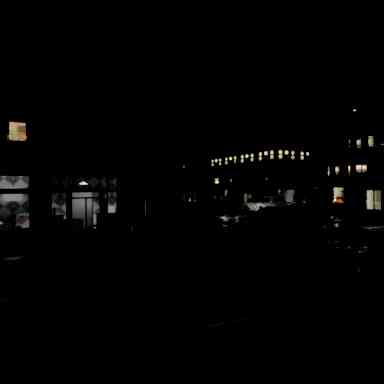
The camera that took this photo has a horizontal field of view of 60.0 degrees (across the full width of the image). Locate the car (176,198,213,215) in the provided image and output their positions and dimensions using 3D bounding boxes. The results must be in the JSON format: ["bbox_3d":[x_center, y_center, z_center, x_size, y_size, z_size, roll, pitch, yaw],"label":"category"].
[{"bbox_3d":[0.249,1.846,38.773,1.967,1.590,4.097,-1,0,-29],"label":"car"}]

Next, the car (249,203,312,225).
[{"bbox_3d":[6.955,1.814,26.621,1.947,1.339,4.313,-1,0,-29],"label":"car"}]

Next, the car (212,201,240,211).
[{"bbox_3d":[4.839,1.966,47.709,1.802,1.307,4.206,-1,0,-29],"label":"car"}]

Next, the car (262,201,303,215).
[{"bbox_3d":[10.269,1.809,38.063,2.008,1.369,4.403,-1,0,-29],"label":"car"}]

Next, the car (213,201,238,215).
[{"bbox_3d":[3.177,1.843,38.876,1.882,1.535,5.008,-1,0,-29],"label":"car"}]

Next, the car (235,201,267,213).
[{"bbox_3d":[7.554,1.904,42.886,1.802,1.307,4.206,-1,0,-29],"label":"car"}]

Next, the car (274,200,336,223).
[{"bbox_3d":[9.520,1.707,27.606,2.128,1.511,4.902,-1,0,-29],"label":"car"}]

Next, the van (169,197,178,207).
[{"bbox_3d":[-3.313,1.908,62.179,1.690,1.788,3.998,-1,0,-29],"label":"van"}]

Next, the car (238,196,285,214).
[{"bbox_3d":[8.004,1.506,36.830,2.150,2.045,5.566,-1,0,-29],"label":"car"}]
